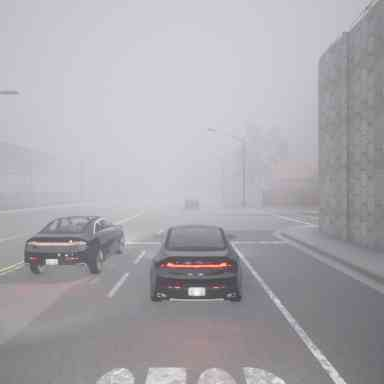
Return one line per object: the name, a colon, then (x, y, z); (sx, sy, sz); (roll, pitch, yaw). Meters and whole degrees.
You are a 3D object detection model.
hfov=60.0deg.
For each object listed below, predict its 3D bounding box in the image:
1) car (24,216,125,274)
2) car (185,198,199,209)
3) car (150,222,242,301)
car: (-3.428, 1.492, 10.546); (2.128, 1.511, 4.902); (0, 0, 0)
car: (-0.016, 1.491, 44.228); (2.128, 1.511, 4.902); (0, 0, 0)
car: (0.079, 1.505, 8.277); (1.837, 1.490, 4.892); (0, 0, 0)
